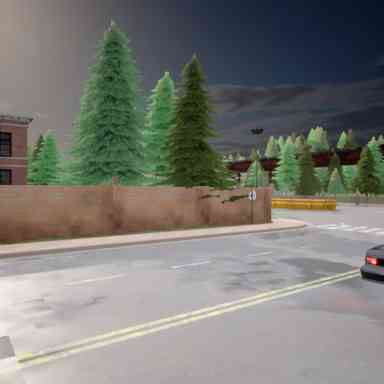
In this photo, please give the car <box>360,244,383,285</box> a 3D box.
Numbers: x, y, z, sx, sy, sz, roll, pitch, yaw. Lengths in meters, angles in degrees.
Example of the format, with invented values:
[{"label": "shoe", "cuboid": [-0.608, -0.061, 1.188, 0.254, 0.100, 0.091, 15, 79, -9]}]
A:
[{"label": "car", "cuboid": [6.300, 1.547, 8.225, 5.357, 1.411, 2.033, 0, 0, -35]}]
